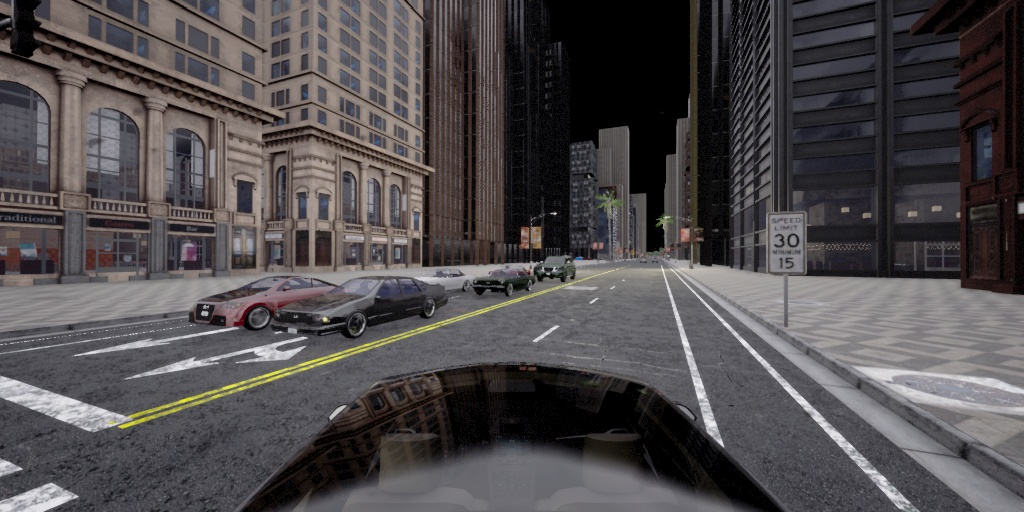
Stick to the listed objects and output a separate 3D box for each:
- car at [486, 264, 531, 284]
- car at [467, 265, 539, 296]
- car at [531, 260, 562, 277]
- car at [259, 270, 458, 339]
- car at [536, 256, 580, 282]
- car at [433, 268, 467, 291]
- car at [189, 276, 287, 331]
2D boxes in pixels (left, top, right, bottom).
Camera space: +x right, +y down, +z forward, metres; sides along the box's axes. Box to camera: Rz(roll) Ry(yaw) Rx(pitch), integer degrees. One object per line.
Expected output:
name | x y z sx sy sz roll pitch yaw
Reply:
car | -0.132 1.364 28.480 1.895 1.301 4.718 0 0 22
car | -0.321 1.357 19.433 1.895 1.301 4.718 0 0 22
car | 3.768 1.251 37.911 1.882 1.535 5.008 0 0 23
car | -3.952 1.299 10.558 2.033 1.411 5.357 0 0 22
car | 3.733 0.986 29.332 2.150 2.045 5.566 0 0 22
car | -3.905 1.357 19.260 1.895 1.301 4.718 0 0 22
car | -7.218 1.316 11.149 1.994 1.385 4.181 0 0 22
